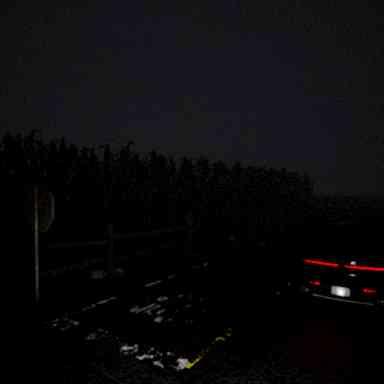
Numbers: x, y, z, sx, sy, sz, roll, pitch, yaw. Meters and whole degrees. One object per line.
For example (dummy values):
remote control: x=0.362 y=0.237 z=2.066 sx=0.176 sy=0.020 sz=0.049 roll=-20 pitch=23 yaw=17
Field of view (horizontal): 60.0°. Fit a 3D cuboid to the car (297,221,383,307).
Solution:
car: x=3.879 y=1.432 z=7.709 sx=1.837 sy=1.490 sz=4.892 roll=0 pitch=1 yaw=33
